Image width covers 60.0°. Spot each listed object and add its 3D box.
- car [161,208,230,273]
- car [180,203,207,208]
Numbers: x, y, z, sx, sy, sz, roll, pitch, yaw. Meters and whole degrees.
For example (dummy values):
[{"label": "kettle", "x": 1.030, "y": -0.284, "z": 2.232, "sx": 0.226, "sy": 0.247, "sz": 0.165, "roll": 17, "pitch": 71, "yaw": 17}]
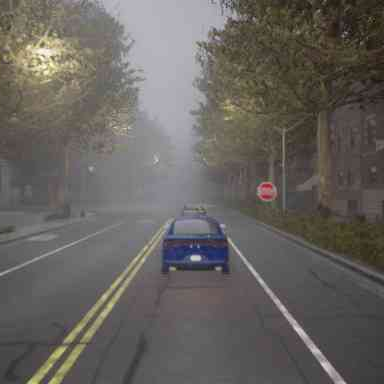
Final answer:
[{"label": "car", "x": 0.094, "y": 1.495, "z": 10.786, "sx": 1.882, "sy": 1.535, "sz": 5.008, "roll": 0, "pitch": 0, "yaw": 0}, {"label": "car", "x": 0.092, "y": 1.532, "z": 24.776, "sx": 2.128, "sy": 1.511, "sz": 4.902, "roll": 0, "pitch": 0, "yaw": 0}]
